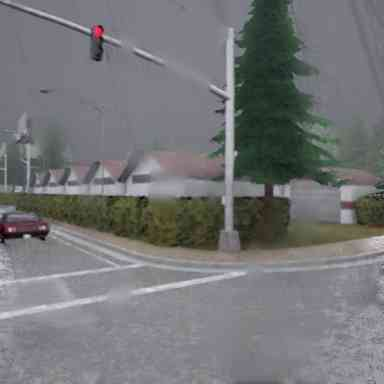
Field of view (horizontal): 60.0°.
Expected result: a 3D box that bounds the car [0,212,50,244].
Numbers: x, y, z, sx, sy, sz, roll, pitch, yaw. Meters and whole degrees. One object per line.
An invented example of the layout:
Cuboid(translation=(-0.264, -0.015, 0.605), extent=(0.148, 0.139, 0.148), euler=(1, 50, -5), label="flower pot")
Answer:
Cuboid(translation=(-8.415, 1.611, 16.075), extent=(1.895, 1.301, 4.718), euler=(0, 0, -37), label="car")
